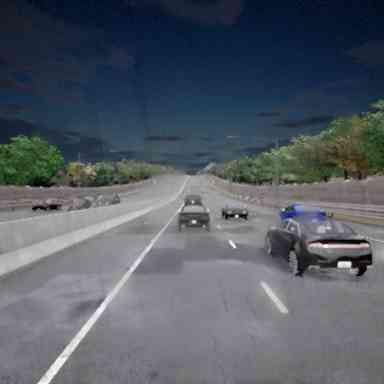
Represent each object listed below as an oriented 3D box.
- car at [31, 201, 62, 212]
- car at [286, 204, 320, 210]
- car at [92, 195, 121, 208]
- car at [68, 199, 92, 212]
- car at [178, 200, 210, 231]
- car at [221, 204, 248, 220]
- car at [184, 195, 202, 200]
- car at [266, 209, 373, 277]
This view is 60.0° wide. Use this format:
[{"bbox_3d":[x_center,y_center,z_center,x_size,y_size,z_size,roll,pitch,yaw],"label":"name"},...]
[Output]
[{"bbox_3d":[-17.510,1.725,40.189,1.895,1.301,4.718,0,0,1],"label":"car"},{"bbox_3d":[7.111,1.527,21.868,1.882,1.535,5.008,0,0,0],"label":"car"},{"bbox_3d":[-10.483,1.357,42.314,2.150,2.045,5.566,0,0,0],"label":"car"},{"bbox_3d":[-13.988,1.641,41.941,1.837,1.490,4.892,0,-1,0],"label":"car"},{"bbox_3d":[0.110,1.522,21.140,1.882,1.535,5.008,0,0,0],"label":"car"},{"bbox_3d":[3.614,1.679,29.002,1.895,1.301,4.718,0,0,0],"label":"car"},{"bbox_3d":[0.122,1.363,42.649,2.150,2.045,5.566,0,0,0],"label":"car"},{"bbox_3d":[3.604,1.506,10.278,2.128,1.511,4.902,0,0,0],"label":"car"}]
